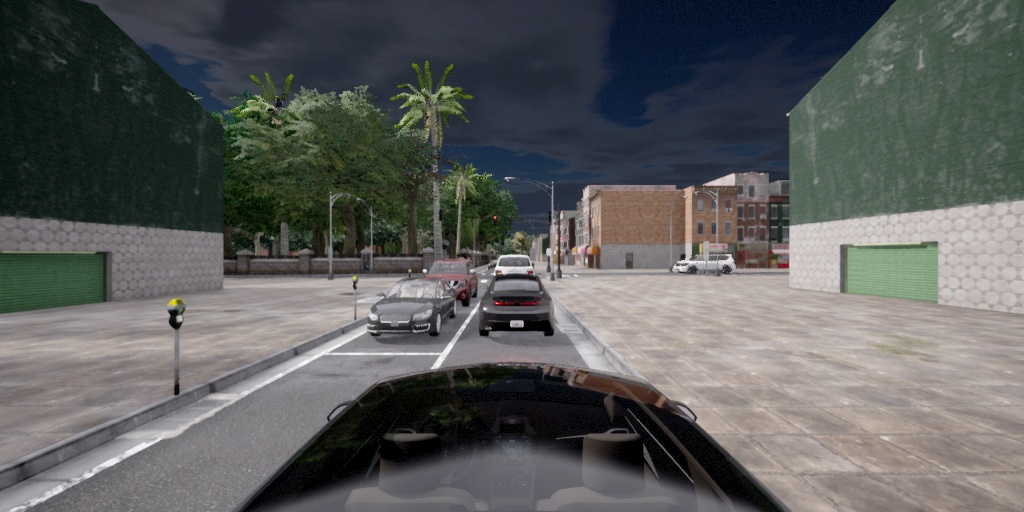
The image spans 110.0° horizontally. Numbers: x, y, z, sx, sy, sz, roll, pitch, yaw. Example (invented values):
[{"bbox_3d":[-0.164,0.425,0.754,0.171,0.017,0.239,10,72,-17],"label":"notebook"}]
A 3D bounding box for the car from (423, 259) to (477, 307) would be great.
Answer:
[{"bbox_3d":[-2.621,1.064,15.673,2.192,1.841,5.009,0,0,0],"label":"car"}]

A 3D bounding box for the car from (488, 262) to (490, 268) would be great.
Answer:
[{"bbox_3d":[-2.574,1.278,53.820,1.967,1.591,4.097,0,0,0],"label":"car"}]

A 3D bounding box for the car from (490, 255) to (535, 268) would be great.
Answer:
[{"bbox_3d":[0.122,0.975,20.429,2.150,2.045,5.566,0,0,0],"label":"car"}]

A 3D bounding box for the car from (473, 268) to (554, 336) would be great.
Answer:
[{"bbox_3d":[0.109,1.253,10.335,1.837,1.490,4.892,0,0,0],"label":"car"}]

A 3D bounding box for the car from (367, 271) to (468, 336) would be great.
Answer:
[{"bbox_3d":[-2.628,1.298,10.210,2.007,1.370,4.403,0,0,0],"label":"car"}]

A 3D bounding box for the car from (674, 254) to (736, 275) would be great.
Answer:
[{"bbox_3d":[19.351,0.849,36.024,5.566,2.045,2.150,0,0,0],"label":"car"}]
